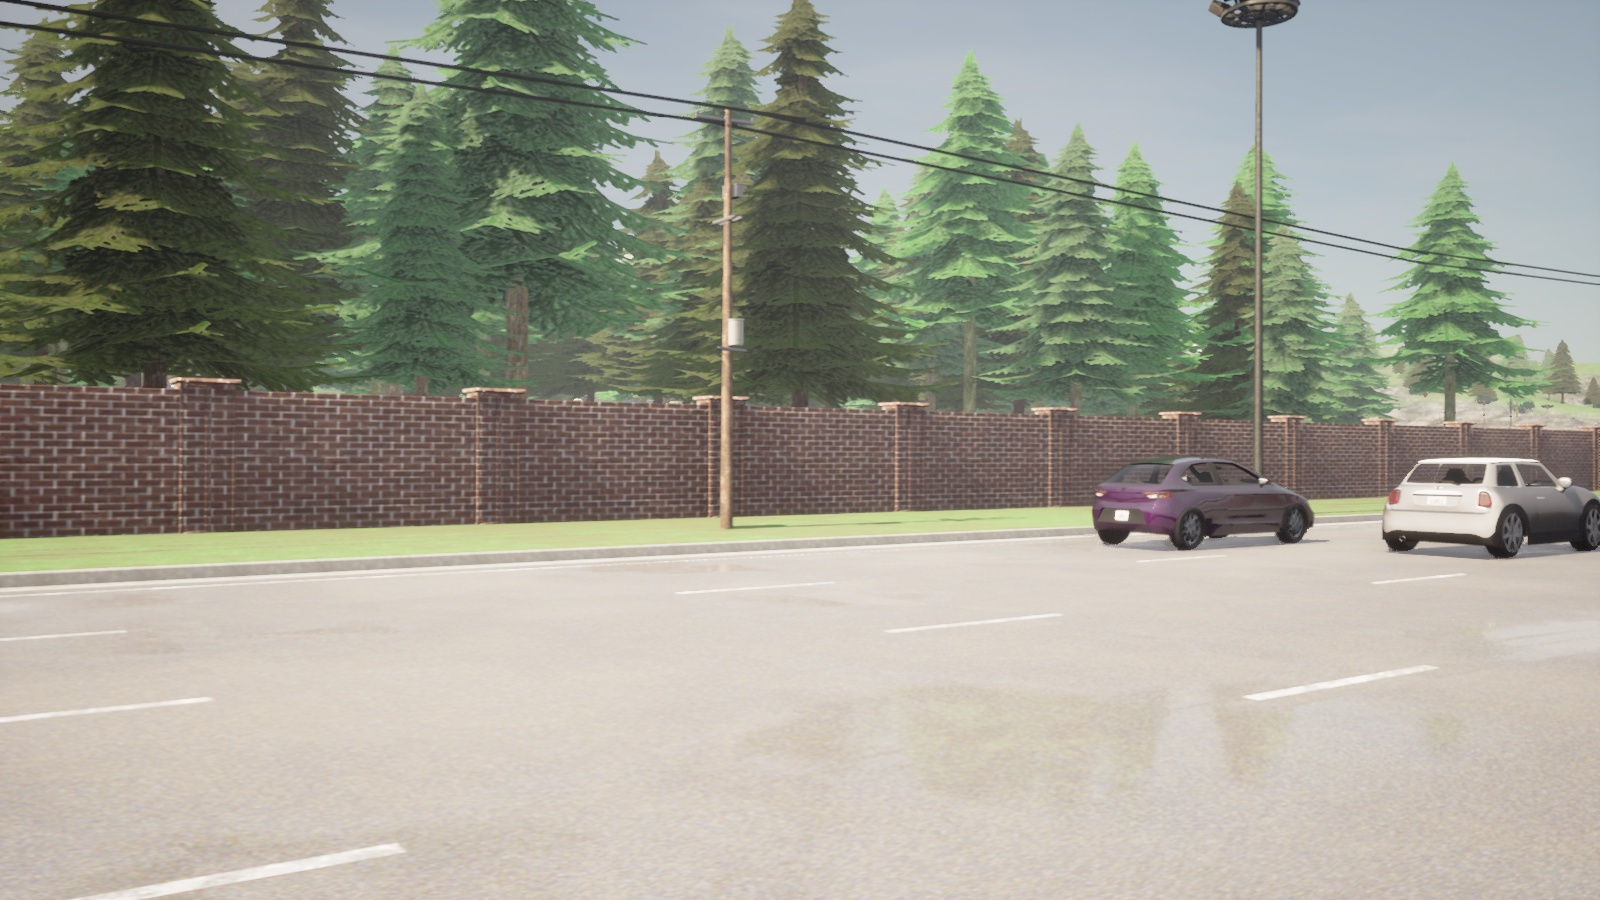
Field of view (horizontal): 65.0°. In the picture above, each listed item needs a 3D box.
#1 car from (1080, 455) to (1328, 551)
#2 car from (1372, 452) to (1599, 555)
[{"bbox_3d":[6.872,0.826,21.220,4.193,1.474,1.816,0,0,-35],"label":"car"},{"bbox_3d":[11.043,0.770,19.856,3.806,1.475,1.970,0,0,-35],"label":"car"}]
